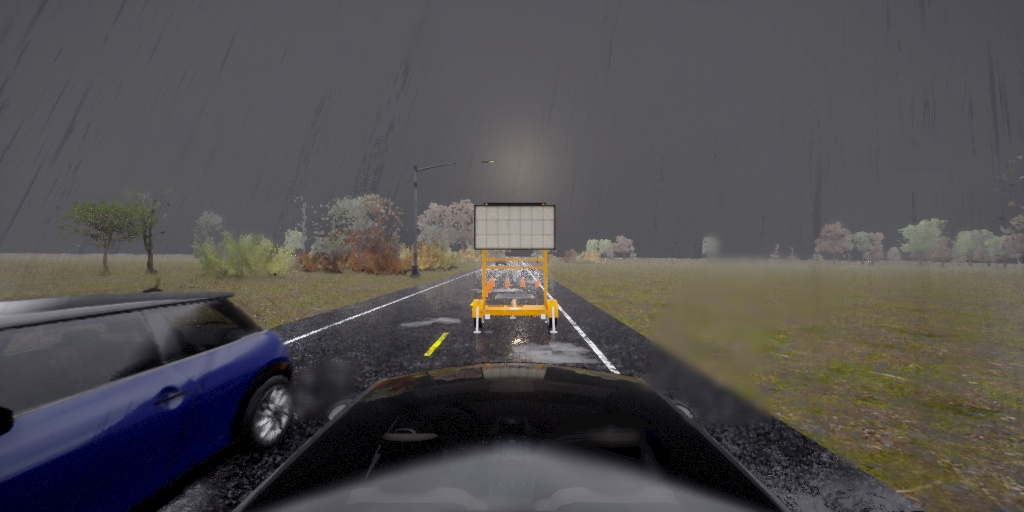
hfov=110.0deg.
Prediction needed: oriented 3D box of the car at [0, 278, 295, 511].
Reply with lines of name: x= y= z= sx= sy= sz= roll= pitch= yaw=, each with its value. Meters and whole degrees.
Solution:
car: x=-3.494 y=1.102 z=2.102 sx=2.097 sy=1.767 sz=4.553 roll=0 pitch=0 yaw=0

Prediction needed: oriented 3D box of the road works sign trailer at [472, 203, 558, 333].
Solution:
road works sign trailer: x=0.084 y=0.218 z=10.737 sx=2.380 sy=3.560 sz=2.880 roll=0 pitch=0 yaw=0
